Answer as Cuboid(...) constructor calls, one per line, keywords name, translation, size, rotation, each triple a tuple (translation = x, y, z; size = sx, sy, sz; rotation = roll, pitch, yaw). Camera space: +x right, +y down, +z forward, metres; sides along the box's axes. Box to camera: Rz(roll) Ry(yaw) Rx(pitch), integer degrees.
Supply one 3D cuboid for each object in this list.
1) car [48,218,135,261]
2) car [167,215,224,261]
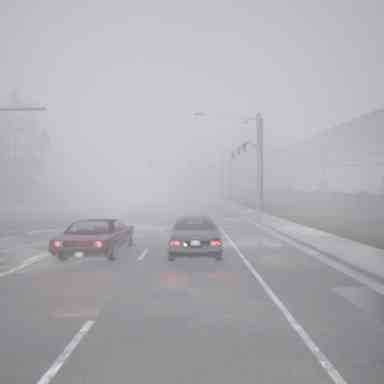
Cuboid(name="car", translation=(-3.389, 1.606, 12.269), size=(1.895, 1.301, 4.718), rotation=(0, 0, 1))
Cuboid(name="car", translation=(0.100, 1.555, 12.320), size=(2.033, 1.411, 5.357), rotation=(0, 0, 0))
